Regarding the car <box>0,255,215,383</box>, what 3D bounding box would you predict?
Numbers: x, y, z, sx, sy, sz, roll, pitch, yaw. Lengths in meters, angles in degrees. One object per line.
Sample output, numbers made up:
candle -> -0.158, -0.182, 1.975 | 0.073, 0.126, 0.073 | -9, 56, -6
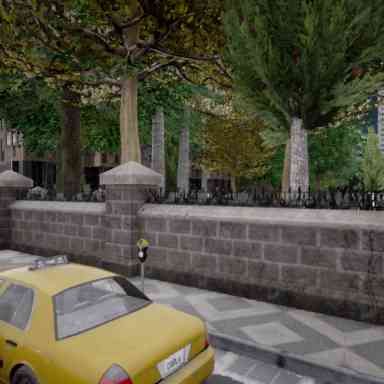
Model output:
car -> -2.042, 1.525, 4.413 | 4.829, 1.417, 1.752 | 0, 0, 35
